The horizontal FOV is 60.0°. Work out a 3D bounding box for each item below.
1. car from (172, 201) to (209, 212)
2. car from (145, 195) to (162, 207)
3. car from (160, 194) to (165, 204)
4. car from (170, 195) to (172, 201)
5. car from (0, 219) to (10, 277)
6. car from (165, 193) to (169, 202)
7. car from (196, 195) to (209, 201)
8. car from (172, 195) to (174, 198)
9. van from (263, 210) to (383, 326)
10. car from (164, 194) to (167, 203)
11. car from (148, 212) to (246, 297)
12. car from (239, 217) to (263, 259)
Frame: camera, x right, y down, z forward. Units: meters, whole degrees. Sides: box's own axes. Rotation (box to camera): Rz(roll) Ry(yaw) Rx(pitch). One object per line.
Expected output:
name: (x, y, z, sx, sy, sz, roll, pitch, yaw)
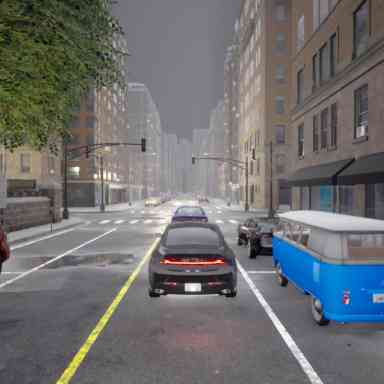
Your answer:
car: (-0.104, 1.472, 18.032, 1.882, 1.535, 5.008, 0, 0, 0)
car: (-6.058, 1.497, 50.205, 1.752, 1.417, 4.829, 0, 0, 0)
car: (-6.102, 1.521, 55.825, 2.008, 1.369, 4.403, 0, 0, 0)
car: (-6.273, 1.522, 77.628, 2.008, 1.369, 4.403, 0, 0, 0)
car: (-5.717, 1.314, 6.688, 2.192, 1.841, 5.009, 0, 0, 0)
car: (-6.188, 1.514, 66.727, 1.887, 1.381, 4.507, 0, 0, 0)
car: (2.336, 1.409, 66.830, 1.967, 1.590, 4.097, 0, 0, 0)
car: (-6.317, 1.289, 83.079, 2.192, 1.841, 5.009, 0, 0, 0)
van: (2.808, 1.340, 6.795, 1.690, 1.788, 3.998, 0, 0, 0)
car: (-6.145, 1.514, 61.276, 1.887, 1.381, 4.507, 0, 0, 0)
car: (0.009, 1.503, 8.536, 1.837, 1.490, 4.892, 0, 0, 0)
car: (2.764, 1.563, 12.455, 1.947, 1.339, 4.313, 0, 0, 0)
